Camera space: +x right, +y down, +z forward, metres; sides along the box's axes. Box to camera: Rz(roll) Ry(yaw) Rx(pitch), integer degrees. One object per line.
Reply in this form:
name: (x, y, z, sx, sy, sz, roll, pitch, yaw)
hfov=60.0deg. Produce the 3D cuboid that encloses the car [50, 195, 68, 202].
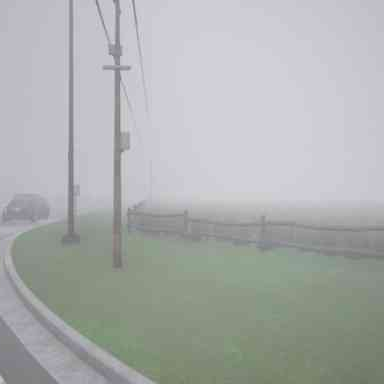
car: (-27.448, 1.314, 68.988, 2.033, 1.411, 5.357, 0, 0, -6)

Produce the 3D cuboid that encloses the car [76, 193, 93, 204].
car: (-19.583, 1.456, 61.523, 1.837, 1.490, 4.892, 0, 0, -6)

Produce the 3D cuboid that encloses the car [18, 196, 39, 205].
car: (-30.184, 1.451, 61.382, 1.837, 1.490, 4.892, 0, 1, -5)

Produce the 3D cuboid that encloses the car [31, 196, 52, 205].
car: (-26.433, 1.426, 58.618, 1.882, 1.535, 5.008, 0, 0, -6)

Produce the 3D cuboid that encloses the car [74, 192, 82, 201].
car: (-23.967, 1.001, 69.358, 2.150, 2.045, 5.566, 0, 0, -6)

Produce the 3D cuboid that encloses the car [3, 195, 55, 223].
car: (-12.444, 1.329, 25.377, 2.097, 1.767, 4.553, 0, 0, -7)

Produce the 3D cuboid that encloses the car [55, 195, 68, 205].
car: (-22.950, 1.455, 58.959, 1.837, 1.490, 4.892, 0, 0, -6)

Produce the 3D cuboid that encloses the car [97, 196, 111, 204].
car: (-15.925, 1.501, 60.066, 2.033, 1.411, 5.357, 0, 0, -5)
